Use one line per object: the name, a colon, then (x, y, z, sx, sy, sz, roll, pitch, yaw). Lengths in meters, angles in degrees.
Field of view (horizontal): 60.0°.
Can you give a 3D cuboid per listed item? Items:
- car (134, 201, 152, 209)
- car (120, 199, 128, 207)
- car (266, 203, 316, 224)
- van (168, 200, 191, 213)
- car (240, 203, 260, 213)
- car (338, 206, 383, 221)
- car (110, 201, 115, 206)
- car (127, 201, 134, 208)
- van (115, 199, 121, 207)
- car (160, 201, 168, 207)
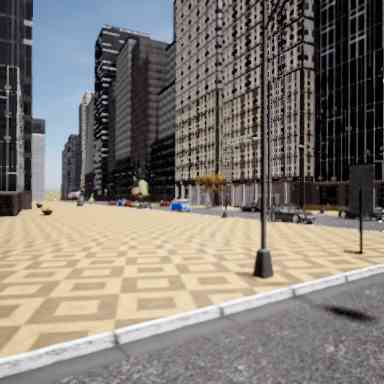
car: (-8.839, 2.509, 62.747, 2.008, 1.369, 4.403, -1, -1, -25)
car: (-13.676, 2.711, 72.902, 1.887, 1.381, 4.507, -1, -1, -25)
car: (8.092, 1.810, 27.203, 2.008, 1.369, 4.403, -1, -1, -25)
van: (-1.587, 1.994, 47.517, 1.690, 1.788, 3.998, -1, -1, -25)
car: (8.402, 2.160, 46.040, 1.947, 1.339, 4.313, -1, -1, -25)
car: (15.658, 1.851, 30.806, 2.008, 1.369, 4.403, -1, -1, -25)
car: (-20.932, 3.028, 88.134, 1.887, 1.381, 4.507, -1, -1, -25)
car: (-11.185, 2.584, 67.672, 1.752, 1.417, 4.829, -1, -1, -25)
van: (-16.098, 2.613, 77.981, 1.690, 1.788, 3.998, -1, -1, -25)
car: (-6.110, 2.790, 76.505, 1.802, 1.307, 4.206, -1, -1, -25)
